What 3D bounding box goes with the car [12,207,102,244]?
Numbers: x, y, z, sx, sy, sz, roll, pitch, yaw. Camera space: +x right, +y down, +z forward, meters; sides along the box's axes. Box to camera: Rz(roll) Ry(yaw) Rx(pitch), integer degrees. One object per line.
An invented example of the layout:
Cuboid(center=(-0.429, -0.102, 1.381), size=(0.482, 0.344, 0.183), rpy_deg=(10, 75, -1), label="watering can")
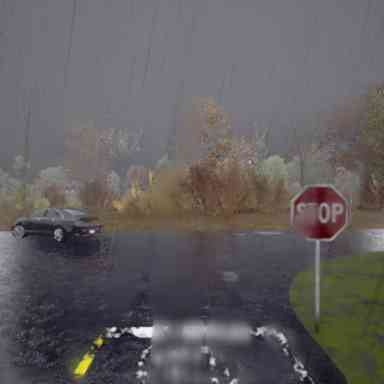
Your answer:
Cuboid(center=(-6.521, 1.489, 15.885), size=(4.892, 1.490, 1.837), rpy_deg=(0, -2, 30), label="car")
